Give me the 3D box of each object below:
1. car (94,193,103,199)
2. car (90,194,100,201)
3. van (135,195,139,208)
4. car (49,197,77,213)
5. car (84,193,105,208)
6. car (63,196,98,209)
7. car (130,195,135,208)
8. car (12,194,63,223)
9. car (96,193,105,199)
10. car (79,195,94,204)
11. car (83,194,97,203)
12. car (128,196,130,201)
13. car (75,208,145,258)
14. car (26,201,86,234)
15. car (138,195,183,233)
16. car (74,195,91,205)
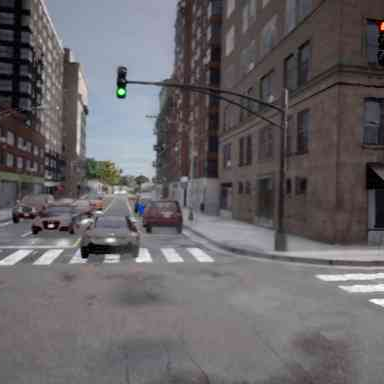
[{"bbox_3d":[-23.148,0.990,82.517,1.967,1.590,4.097,1,0,-12],"label":"car"},{"bbox_3d":[-20.915,1.172,71.738,1.802,1.307,4.206,1,0,-12],"label":"car"},{"bbox_3d":[-4.029,1.289,30.279,1.690,1.788,3.998,1,0,-12],"label":"van"},{"bbox_3d":[-13.088,1.279,34.016,2.008,1.369,4.403,1,0,-12],"label":"car"},{"bbox_3d":[-11.180,1.133,37.500,2.097,1.767,4.553,1,0,-12],"label":"car"},{"bbox_3d":[-9.121,1.343,27.567,1.812,1.442,4.674,1,0,-12],"label":"car"},{"bbox_3d":[-5.153,1.243,35.667,2.192,1.841,5.009,1,0,-12],"label":"car"},{"bbox_3d":[-10.846,1.082,23.238,2.192,1.841,5.009,1,0,-12],"label":"car"},{"bbox_3d":[-24.266,0.971,87.905,1.967,1.590,4.097,1,0,-12],"label":"car"},{"bbox_3d":[-17.560,1.194,55.571,1.887,1.381,4.507,1,0,-12],"label":"car"},{"bbox_3d":[-18.678,1.180,60.960,2.008,1.369,4.403,1,0,-12],"label":"car"},{"bbox_3d":[-14.190,1.294,78.934,1.752,1.417,4.829,1,0,-12],"label":"car"},{"bbox_3d":[-3.009,1.509,12.598,1.994,1.385,4.181,1,0,-12],"label":"car"},{"bbox_3d":[-7.092,1.417,17.782,1.994,1.385,4.181,1,0,-12],"label":"car"},{"bbox_3d":[-1.779,1.303,19.504,2.192,1.841,5.009,1,0,-12],"label":"car"},{"bbox_3d":[-16.442,1.213,50.183,1.887,1.381,4.507,1,0,-12],"label":"car"}]
